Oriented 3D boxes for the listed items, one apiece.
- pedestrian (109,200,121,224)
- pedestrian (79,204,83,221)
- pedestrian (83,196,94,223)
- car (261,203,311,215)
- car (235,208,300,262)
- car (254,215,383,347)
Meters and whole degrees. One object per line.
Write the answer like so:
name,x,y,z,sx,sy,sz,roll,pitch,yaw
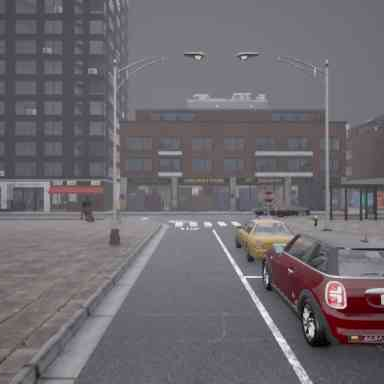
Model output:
pedestrian,-4.986,1.136,21.598,0.375,1.860,0.375,0,0,0
pedestrian,-7.336,1.132,22.836,0.375,1.860,0.375,0,0,0
pedestrian,-6.901,1.131,22.256,0.375,1.860,0.375,0,0,0
car,7.437,1.579,27.908,4.718,1.301,1.895,0,0,-1
car,2.575,1.527,11.921,1.752,1.417,4.829,0,0,0
car,2.609,1.441,6.313,1.967,1.590,4.097,0,0,0
